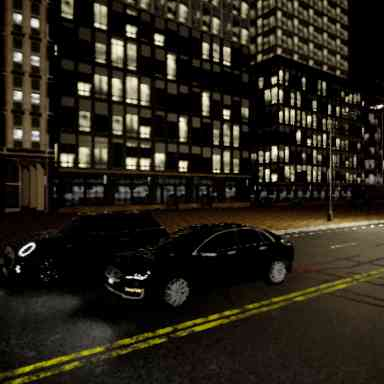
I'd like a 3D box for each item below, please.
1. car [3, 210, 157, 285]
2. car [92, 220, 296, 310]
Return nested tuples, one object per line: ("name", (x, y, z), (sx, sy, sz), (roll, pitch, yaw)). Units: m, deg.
("car", (-2.829, 1.356, 9.610), (4.553, 1.767, 2.097), (0, 0, -35))
("car", (0.404, 1.516, 7.912), (4.892, 1.490, 1.837), (1, 0, -35))
